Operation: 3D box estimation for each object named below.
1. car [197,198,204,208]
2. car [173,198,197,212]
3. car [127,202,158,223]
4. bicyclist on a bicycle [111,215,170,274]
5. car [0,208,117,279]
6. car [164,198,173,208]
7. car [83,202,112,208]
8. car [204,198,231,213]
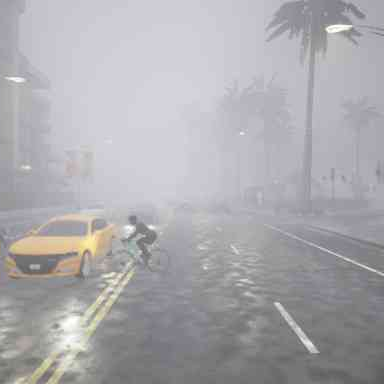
[{"bbox_3d":[1.264,1.547,46.945,2.033,1.411,5.357,0,0,-14],"label":"car"},{"bbox_3d":[-0.887,1.526,38.646,1.812,1.442,4.674,0,0,-7],"label":"car"},{"bbox_3d":[-3.668,1.525,25.317,1.812,1.442,4.674,0,0,0],"label":"car"},{"bbox_3d":[-1.425,1.455,9.096,1.656,1.620,0.582,-2,0,0],"label":"bicyclist on a bicycle"},{"bbox_3d":[-3.666,1.477,10.232,1.882,1.535,5.008,0,0,0],"label":"car"},{"bbox_3d":[-2.791,1.526,48.343,1.812,1.442,4.674,0,0,-16],"label":"car"},{"bbox_3d":[-7.168,1.525,25.262,1.812,1.442,4.674,0,0,0],"label":"car"},{"bbox_3d":[2.881,1.601,36.966,1.895,1.301,4.718,0,0,-6],"label":"car"}]
